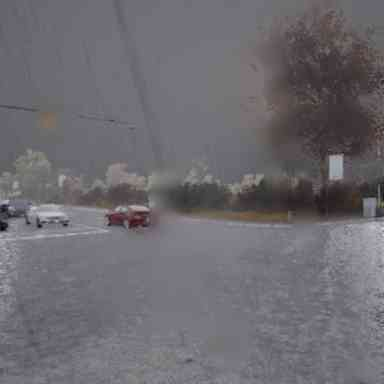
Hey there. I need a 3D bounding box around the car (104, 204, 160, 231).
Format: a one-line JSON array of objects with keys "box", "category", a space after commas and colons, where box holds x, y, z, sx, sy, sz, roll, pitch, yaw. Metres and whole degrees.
[{"box": [-3.816, 1.465, 20.672, 1.882, 1.535, 5.008, 0, 0, -36], "category": "car"}]

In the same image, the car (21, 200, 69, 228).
[{"box": [-9.769, 1.519, 22.287, 1.812, 1.442, 4.674, 0, 0, -39], "category": "car"}]

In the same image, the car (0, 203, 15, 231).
[{"box": [-12.554, 1.546, 20.134, 2.033, 1.411, 5.357, 0, 0, -39], "category": "car"}]

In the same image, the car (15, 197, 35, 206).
[{"box": [-29.069, 1.534, 57.724, 2.033, 1.411, 5.357, 0, 0, -38], "category": "car"}]

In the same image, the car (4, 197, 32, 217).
[{"box": [-15.375, 1.346, 29.246, 2.097, 1.767, 4.553, 0, 0, -39], "category": "car"}]
